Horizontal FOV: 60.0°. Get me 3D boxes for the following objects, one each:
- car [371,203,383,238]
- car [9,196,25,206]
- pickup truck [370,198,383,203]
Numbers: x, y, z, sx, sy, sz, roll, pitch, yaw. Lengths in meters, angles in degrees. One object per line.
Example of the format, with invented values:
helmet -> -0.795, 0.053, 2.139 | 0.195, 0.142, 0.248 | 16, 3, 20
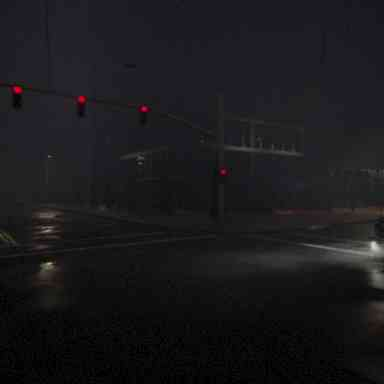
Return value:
car -> 10.763, 1.421, 16.021 | 4.902, 1.511, 2.128 | 0, 0, -33
car -> -28.014, 1.448, 53.196 | 1.882, 1.535, 5.008 | 0, 0, -35
pickup truck -> 25.706, 0.880, 42.260 | 6.274, 2.098, 2.390 | 0, 0, -4
